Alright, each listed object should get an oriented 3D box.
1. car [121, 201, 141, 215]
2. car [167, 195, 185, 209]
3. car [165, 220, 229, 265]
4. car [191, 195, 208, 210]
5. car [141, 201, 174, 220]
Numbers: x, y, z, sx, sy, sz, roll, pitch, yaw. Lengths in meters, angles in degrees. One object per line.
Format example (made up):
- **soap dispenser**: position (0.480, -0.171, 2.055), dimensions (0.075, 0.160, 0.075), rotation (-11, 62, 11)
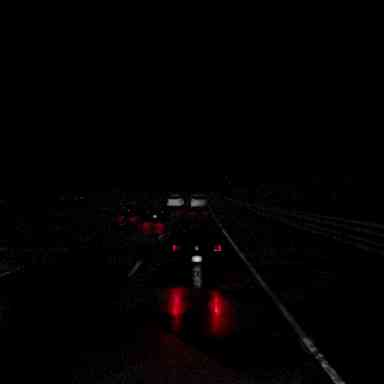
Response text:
- **car**: position (-6.344, 1.677, 35.927), dimensions (1.812, 1.442, 4.674), rotation (0, 0, 2)
- **car**: position (-2.367, 1.407, 49.009), dimensions (2.150, 2.045, 5.566), rotation (0, 0, 2)
- **car**: position (0.166, 1.661, 11.866), dimensions (1.895, 1.301, 4.718), rotation (0, 0, 1)
- **car**: position (1.022, 1.399, 46.579), dimensions (2.150, 2.045, 5.566), rotation (0, 0, 2)
- **car**: position (-3.017, 1.732, 29.699), dimensions (1.895, 1.301, 4.718), rotation (0, 0, 1)
